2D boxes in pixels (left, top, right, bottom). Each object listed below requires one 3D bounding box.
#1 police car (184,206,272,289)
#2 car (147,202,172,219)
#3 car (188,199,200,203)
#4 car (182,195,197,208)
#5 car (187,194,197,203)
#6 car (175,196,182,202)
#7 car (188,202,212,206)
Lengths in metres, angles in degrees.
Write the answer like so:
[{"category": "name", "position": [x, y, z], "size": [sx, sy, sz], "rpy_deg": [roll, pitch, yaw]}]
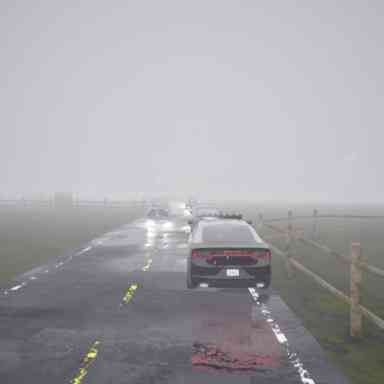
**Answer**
[{"category": "police car", "position": [0.826, 1.424, 9.319], "size": [1.930, 1.638, 5.238], "rpy_deg": [0, 0, 0]}, {"category": "car", "position": [-2.844, 1.598, 29.608], "size": [1.895, 1.301, 4.718], "rpy_deg": [0, 0, 0]}, {"category": "car", "position": [0.830, 1.523, 25.209], "size": [1.812, 1.442, 4.674], "rpy_deg": [0, 0, 0]}, {"category": "car", "position": [0.039, 1.540, 45.761], "size": [2.033, 1.411, 5.357], "rpy_deg": [0, 0, 1]}, {"category": "car", "position": [0.018, 1.336, 66.929], "size": [2.097, 1.767, 4.553], "rpy_deg": [0, 0, 0]}, {"category": "car", "position": [-2.730, 1.542, 77.048], "size": [1.994, 1.385, 4.181], "rpy_deg": [0, 0, 0]}, {"category": "car", "position": [0.829, 1.523, 19.209], "size": [1.812, 1.442, 4.674], "rpy_deg": [0, 0, 0]}]
